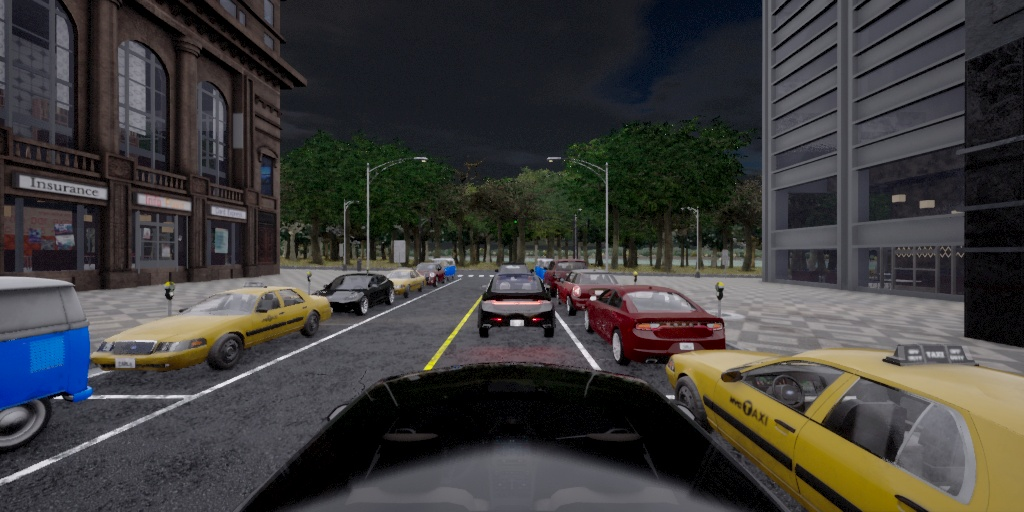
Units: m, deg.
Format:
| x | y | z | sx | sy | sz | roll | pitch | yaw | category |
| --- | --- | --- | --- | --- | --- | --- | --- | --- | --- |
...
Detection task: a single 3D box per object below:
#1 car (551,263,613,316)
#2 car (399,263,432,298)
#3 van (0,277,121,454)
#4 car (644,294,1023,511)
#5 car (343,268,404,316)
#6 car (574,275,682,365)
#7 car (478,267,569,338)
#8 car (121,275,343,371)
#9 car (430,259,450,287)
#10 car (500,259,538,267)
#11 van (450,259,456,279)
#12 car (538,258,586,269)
| x | y | z | sx | sy | sz | roll | pitch | yaw | category |
| --- | --- | --- | --- | --- | --- | --- | --- | --- | --- |
| 2.780 | 1.190 | 13.341 | 1.967 | 1.591 | 4.097 | 0 | 0 | 0 | car |
| -5.737 | 1.277 | 18.622 | 1.751 | 1.417 | 4.829 | 0 | 0 | 0 | car |
| -5.762 | 1.091 | 2.479 | 1.690 | 1.789 | 3.998 | 0 | 0 | 0 | van |
| 2.763 | 1.275 | 2.636 | 1.751 | 1.417 | 4.829 | 0 | 0 | 0 | car |
| -5.745 | 1.316 | 13.354 | 1.948 | 1.339 | 4.313 | 0 | 0 | 0 | car |
| 2.772 | 1.295 | 7.904 | 1.888 | 1.381 | 4.507 | 0 | 0 | 0 | car |
| 0.114 | 1.242 | 10.218 | 2.128 | 1.511 | 4.902 | 0 | 0 | 0 | car |
| -5.754 | 1.275 | 7.747 | 1.751 | 1.417 | 4.829 | 0 | 0 | 0 | car |
| -5.728 | 1.192 | 24.229 | 1.967 | 1.591 | 4.097 | 0 | 0 | 0 | car |
| 0.128 | 1.103 | 19.183 | 2.097 | 1.767 | 4.553 | 0 | 0 | 1 | car |
| -5.719 | 1.094 | 29.667 | 1.690 | 1.789 | 3.998 | 0 | 0 | 0 | van |
| 2.789 | 1.066 | 18.779 | 2.192 | 1.841 | 5.009 | 0 | 0 | 0 | car |
